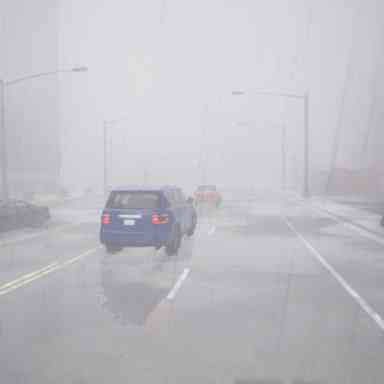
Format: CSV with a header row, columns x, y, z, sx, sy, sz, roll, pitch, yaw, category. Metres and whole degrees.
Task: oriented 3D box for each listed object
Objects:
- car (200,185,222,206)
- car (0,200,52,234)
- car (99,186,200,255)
x,y,z,sx,sy,sz,roll,pitch,yaw,category
1.430,0.147,28.428,2.097,1.767,4.553,0,3,9,car
-8.153,1.073,14.078,2.033,1.411,5.357,0,3,9,car
-1.258,0.790,11.603,2.150,2.045,5.566,0,3,9,car
